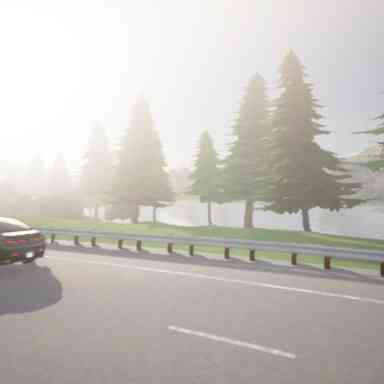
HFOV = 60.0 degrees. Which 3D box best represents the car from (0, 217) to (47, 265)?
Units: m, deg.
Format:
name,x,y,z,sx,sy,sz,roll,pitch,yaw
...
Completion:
name,x,y,z,sx,sy,sz,roll,pitch,yaw
car,-6.868,1.527,10.479,4.892,1.490,1.837,1,-1,23
